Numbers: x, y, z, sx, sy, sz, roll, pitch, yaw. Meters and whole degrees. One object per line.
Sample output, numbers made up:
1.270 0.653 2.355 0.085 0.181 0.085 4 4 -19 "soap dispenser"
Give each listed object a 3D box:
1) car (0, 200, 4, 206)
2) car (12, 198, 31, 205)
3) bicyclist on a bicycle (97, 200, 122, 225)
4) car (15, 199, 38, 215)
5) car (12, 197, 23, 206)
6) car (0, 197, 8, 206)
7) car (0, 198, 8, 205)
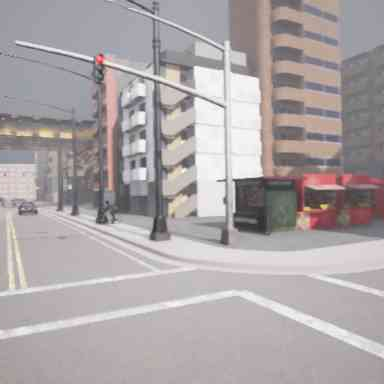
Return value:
-18.867 1.802 30.704 2.128 1.511 4.902 -1 0 -29 "car"
-34.374 1.860 67.044 4.536 1.218 1.853 -1 0 41 "car"
-5.392 1.366 21.783 1.656 1.620 0.582 -1 0 -29 "bicyclist on a bicycle"
-18.567 1.844 37.741 2.033 1.411 5.357 -1 0 -29 "car"
-34.331 2.016 67.011 4.974 1.542 2.038 -1 0 41 "car"
-38.118 2.091 65.261 2.038 1.542 4.974 -1 0 -4 "car"
-38.125 1.934 65.313 1.853 1.218 4.536 -1 0 -4 "car"
